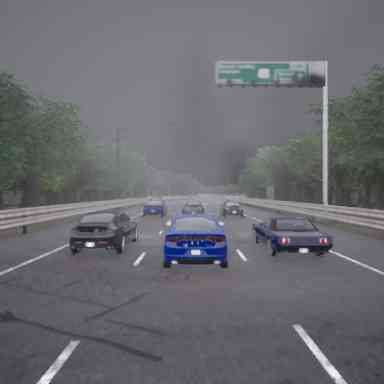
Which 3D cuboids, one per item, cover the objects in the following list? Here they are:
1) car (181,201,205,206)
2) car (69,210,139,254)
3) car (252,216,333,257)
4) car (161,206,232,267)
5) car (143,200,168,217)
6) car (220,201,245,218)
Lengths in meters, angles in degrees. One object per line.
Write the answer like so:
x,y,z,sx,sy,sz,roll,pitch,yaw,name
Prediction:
0.110,1.503,29.651,2.128,1.511,4.902,0,0,0,car
-3.395,1.500,13.504,1.837,1.490,4.892,0,0,0,car
3.605,1.595,12.939,1.895,1.301,4.718,0,0,0,car
0.105,1.472,11.425,1.882,1.535,5.008,0,0,0,car
-3.388,1.493,31.262,1.882,1.535,5.008,0,0,0,car
3.612,1.539,30.703,1.812,1.442,4.674,0,0,0,car
